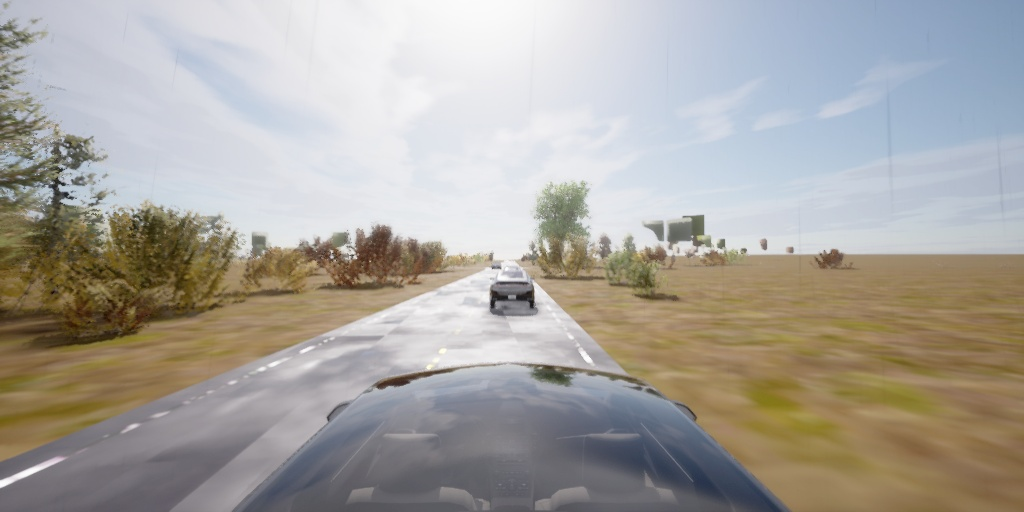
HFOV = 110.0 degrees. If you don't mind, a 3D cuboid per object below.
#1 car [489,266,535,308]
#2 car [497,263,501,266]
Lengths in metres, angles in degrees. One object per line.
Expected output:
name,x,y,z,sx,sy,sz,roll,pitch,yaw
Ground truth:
car,0.013,1.376,16.130,2.128,1.511,4.902,0,0,0
car,0.018,1.560,30.830,2.033,1.411,5.357,0,0,0
